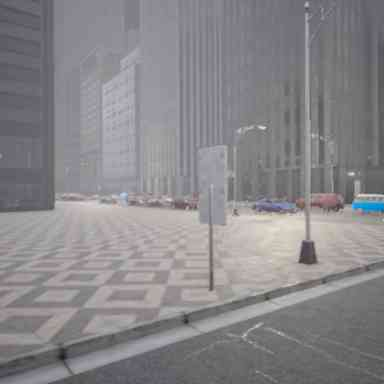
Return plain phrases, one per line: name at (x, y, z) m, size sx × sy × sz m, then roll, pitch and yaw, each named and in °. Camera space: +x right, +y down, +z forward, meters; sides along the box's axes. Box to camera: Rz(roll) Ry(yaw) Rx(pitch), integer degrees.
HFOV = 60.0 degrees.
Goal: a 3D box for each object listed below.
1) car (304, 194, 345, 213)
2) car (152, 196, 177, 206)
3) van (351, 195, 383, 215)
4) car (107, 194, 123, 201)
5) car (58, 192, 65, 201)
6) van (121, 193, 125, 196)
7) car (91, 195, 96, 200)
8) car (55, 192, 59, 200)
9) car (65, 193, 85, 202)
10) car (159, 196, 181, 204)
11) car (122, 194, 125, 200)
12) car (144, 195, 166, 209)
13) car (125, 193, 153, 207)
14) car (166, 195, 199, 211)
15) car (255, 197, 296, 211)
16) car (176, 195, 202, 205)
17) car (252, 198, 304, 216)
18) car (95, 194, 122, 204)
car at (12.907, 1.097, 33.817) m, size 2.192 × 1.841 × 5.009 m, roll -1°, pitch 0°, yaw -36°
car at (-4.357, 1.320, 52.498) m, size 1.812 × 1.442 × 4.674 m, roll -1°, pitch 0°, yaw -36°
van at (16.256, 1.123, 29.277) m, size 1.690 × 1.788 × 3.998 m, roll -1°, pitch 0°, yaw -36°
car at (-17.323, 1.266, 74.807) m, size 1.752 × 1.417 × 4.829 m, roll 0°, pitch 0°, yaw -36°
car at (-27.445, 1.113, 74.163) m, size 2.192 × 1.841 × 5.009 m, roll 0°, pitch 0°, yaw -36°
van at (-13.875, 1.093, 70.128) m, size 1.690 × 1.788 × 3.998 m, roll 0°, pitch 0°, yaw -36°
car at (-24.034, 1.238, 83.915) m, size 1.752 × 1.417 × 4.829 m, roll 0°, pitch 0°, yaw -35°
car at (-34.014, 1.295, 83.071) m, size 1.752 × 1.417 × 4.829 m, roll 0°, pitch 0°, yaw -35°
car at (-24.097, 1.125, 69.624) m, size 2.192 × 1.841 × 5.009 m, roll 0°, pitch 0°, yaw -36°
car at (-3.831, 1.352, 56.513) m, size 1.802 × 1.307 × 4.206 m, roll -1°, pitch 0°, yaw -36°
car at (-10.399, 1.352, 60.603) m, size 1.994 × 1.385 × 4.181 m, roll -1°, pitch 0°, yaw -36°
car at (-4.011, 1.426, 42.394) m, size 1.802 × 1.307 × 4.206 m, roll -1°, pitch 0°, yaw -36°
car at (-7.359, 1.282, 46.932) m, size 1.967 × 1.590 × 4.097 m, roll -1°, pitch 0°, yaw -36°
car at (-0.663, 1.391, 37.856) m, size 1.887 × 1.381 × 4.507 m, roll -1°, pitch 0°, yaw -36°
car at (9.561, 1.346, 38.357) m, size 1.947 × 1.339 × 4.313 m, roll -1°, pitch 0°, yaw -36°
car at (-0.483, 1.213, 51.973) m, size 1.967 × 1.590 × 4.097 m, roll -1°, pitch 0°, yaw -36°
car at (7.629, 1.356, 30.939) m, size 1.812 × 1.442 × 4.674 m, roll -1°, pitch 0°, yaw -36°
car at (-14.053, 1.386, 56.009) m, size 2.008 × 1.369 × 4.403 m, roll -1°, pitch 0°, yaw -36°
